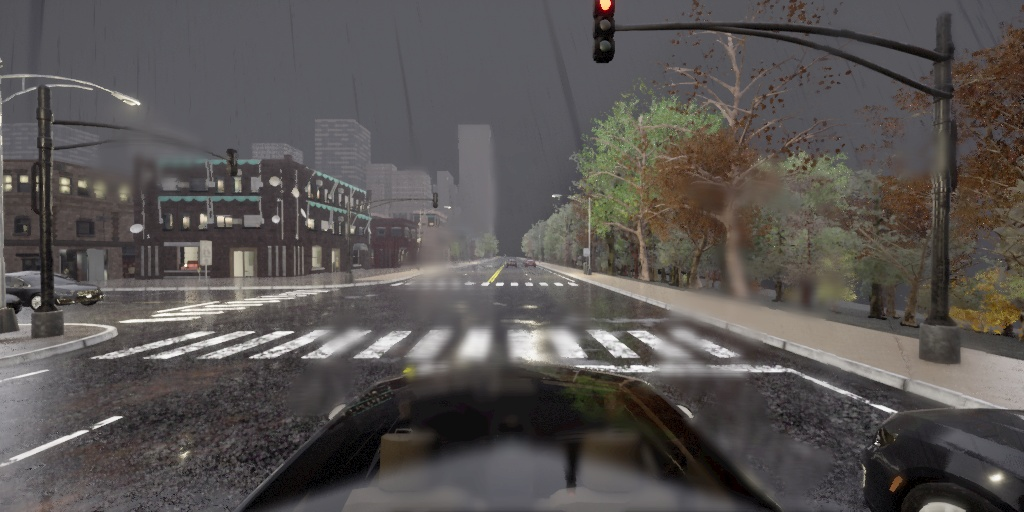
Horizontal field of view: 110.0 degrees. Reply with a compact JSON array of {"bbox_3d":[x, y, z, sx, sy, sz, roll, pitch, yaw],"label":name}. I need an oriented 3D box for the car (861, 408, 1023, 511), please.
[{"bbox_3d":[3.353,1.255,0.450,1.837,1.490,4.892,0,0,0],"label":"car"}]

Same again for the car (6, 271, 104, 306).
[{"bbox_3d":[-20.314,1.480,15.147,4.892,1.490,1.837,-1,1,0],"label":"car"}]

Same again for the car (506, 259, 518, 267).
[{"bbox_3d":[-0.044,1.231,63.068,1.837,1.490,4.892,0,0,0],"label":"car"}]

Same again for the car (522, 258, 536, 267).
[{"bbox_3d":[3.207,1.252,63.382,1.812,1.442,4.674,0,0,0],"label":"car"}]

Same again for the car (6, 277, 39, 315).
[{"bbox_3d":[-19.972,1.565,12.443,4.313,1.339,1.948,0,0,0],"label":"car"}]
